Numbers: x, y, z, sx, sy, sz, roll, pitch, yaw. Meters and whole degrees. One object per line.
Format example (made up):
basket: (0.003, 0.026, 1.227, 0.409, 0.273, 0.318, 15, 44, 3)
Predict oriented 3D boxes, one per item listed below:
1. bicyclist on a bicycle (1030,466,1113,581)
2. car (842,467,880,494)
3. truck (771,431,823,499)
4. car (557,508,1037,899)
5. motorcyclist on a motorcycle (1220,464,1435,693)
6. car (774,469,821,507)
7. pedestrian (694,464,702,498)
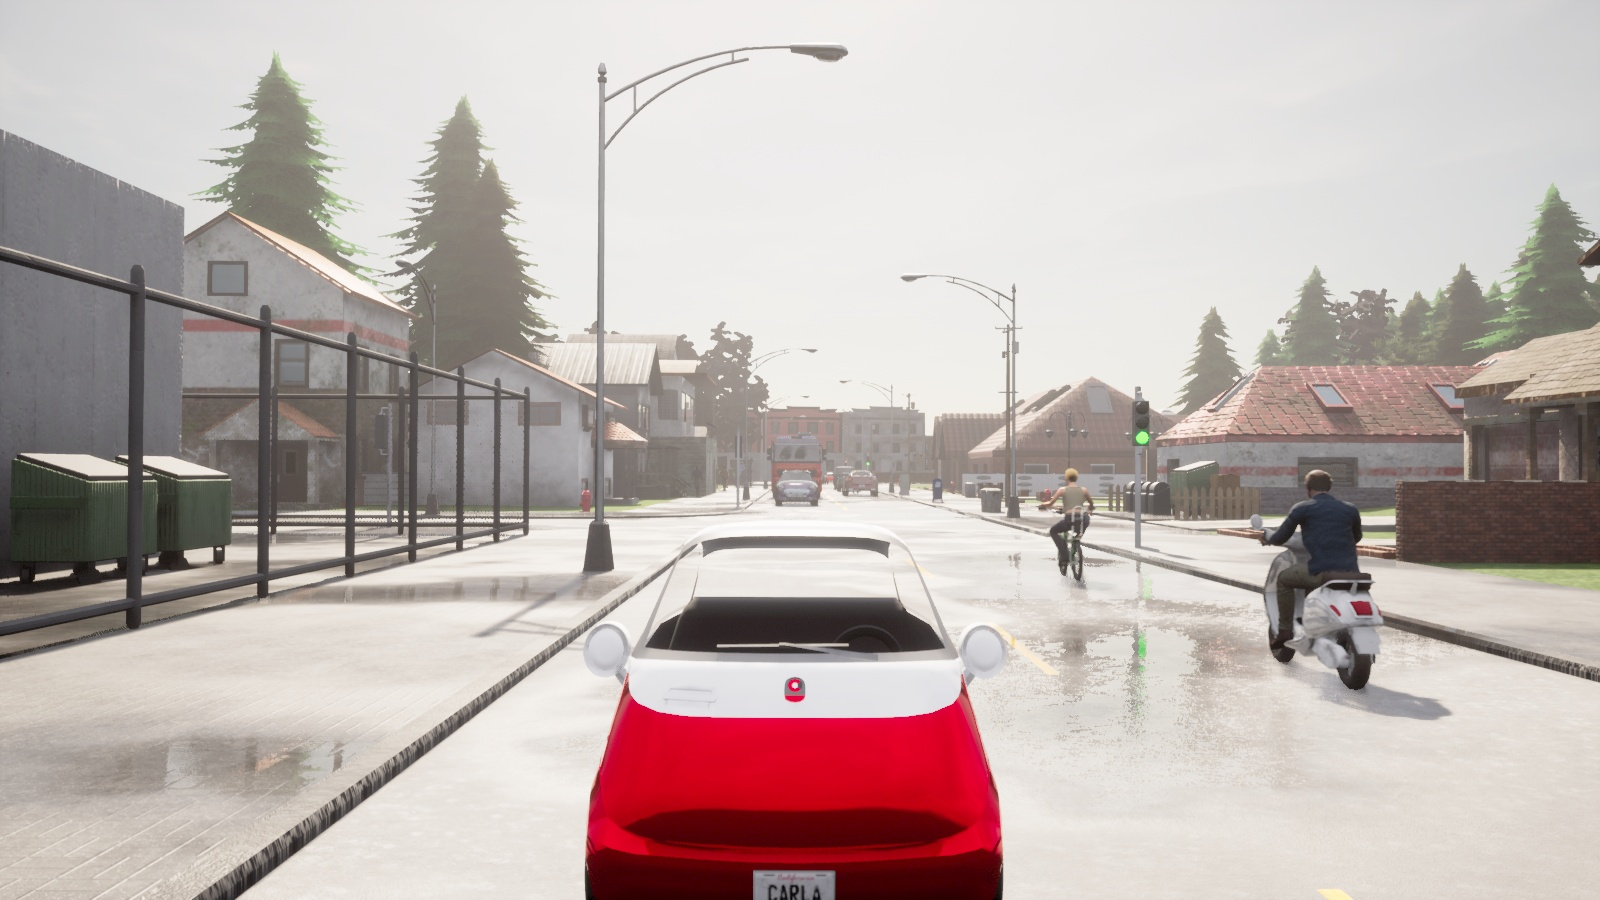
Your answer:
bicyclist on a bicycle: (3.962, 1.045, 18.453, 0.866, 1.612, 1.509, 0, -1, 0)
car: (3.809, 1.909, 79.481, 2.152, 1.651, 5.027, 0, -1, 0)
truck: (-0.182, 0.902, 74.739, 2.891, 3.827, 8.468, 0, -1, 0)
car: (-0.012, 0.954, 4.988, 1.481, 1.376, 2.207, 0, -1, 0)
motorcyclist on a motorcycle: (3.976, 0.914, 9.649, 0.866, 1.590, 1.817, 0, -1, 0)
car: (-0.146, 1.707, 57.415, 2.033, 1.649, 4.856, 0, -1, -1)
pedestrian: (-5.547, 1.687, 68.121, 0.370, 1.835, 0.726, 0, -1, -2)
